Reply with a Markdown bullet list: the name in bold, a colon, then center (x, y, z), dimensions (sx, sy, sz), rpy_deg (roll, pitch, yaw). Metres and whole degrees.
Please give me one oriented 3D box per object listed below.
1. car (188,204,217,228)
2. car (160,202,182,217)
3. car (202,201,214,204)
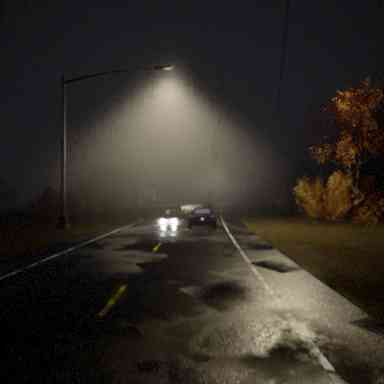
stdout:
- **car**: center (0.782, 1.783, 24.103), dimensions (1.994, 1.385, 4.181), rpy_deg (0, 0, 3)
- **car**: center (-2.186, 1.808, 35.260), dimensions (2.128, 1.511, 4.902), rpy_deg (0, -1, 5)
- **car**: center (1.990, 1.899, 41.684), dimensions (1.812, 1.442, 4.674), rpy_deg (0, -1, 5)
